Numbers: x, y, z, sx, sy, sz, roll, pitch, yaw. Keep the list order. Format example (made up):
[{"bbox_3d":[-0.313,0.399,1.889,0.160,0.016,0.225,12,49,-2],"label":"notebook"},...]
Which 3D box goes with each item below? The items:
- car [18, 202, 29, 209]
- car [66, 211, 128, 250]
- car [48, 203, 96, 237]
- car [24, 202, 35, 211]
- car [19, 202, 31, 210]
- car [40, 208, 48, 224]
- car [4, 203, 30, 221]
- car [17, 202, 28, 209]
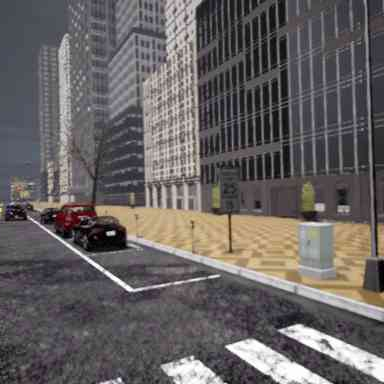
[{"bbox_3d":[-36.991,3.010,73.039,2.008,1.369,4.403,-1,-1,-30],"label":"car"},{"bbox_3d":[-4.326,1.769,15.386,1.947,1.339,4.313,-1,-1,-30],"label":"car"},{"bbox_3d":[-7.054,1.619,20.193,2.192,1.841,5.009,-1,-1,-30],"label":"car"},{"bbox_3d":[-28.825,2.701,58.626,1.947,1.339,4.313,-1,-1,-30],"label":"car"},{"bbox_3d":[-34.272,2.791,68.235,1.967,1.590,4.097,-1,-1,-30],"label":"car"},{"bbox_3d":[-12.493,2.074,29.799,1.947,1.339,4.313,-1,-1,-30],"label":"car"},{"bbox_3d":[-18.653,2.213,35.301,1.837,1.490,4.892,-1,0,-29],"label":"car"},{"bbox_3d":[-39.713,3.118,77.844,2.008,1.369,4.403,-1,-1,-30],"label":"car"}]
